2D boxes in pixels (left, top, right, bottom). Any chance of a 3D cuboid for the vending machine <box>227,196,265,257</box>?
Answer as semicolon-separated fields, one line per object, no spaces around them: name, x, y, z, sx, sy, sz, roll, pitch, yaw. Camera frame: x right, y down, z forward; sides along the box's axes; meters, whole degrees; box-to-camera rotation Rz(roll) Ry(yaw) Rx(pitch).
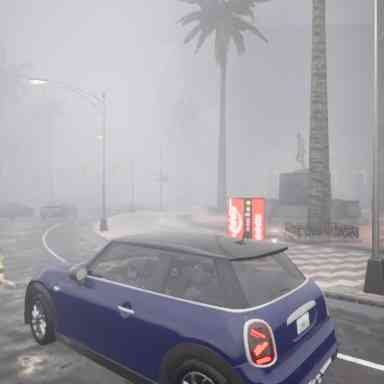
vending machine;1.979;1.195;12.184;1.100;2.100;0.880;0;0;-42

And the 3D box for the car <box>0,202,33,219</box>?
car;-14.986;1.561;27.998;1.994;1.385;4.181;0;0;3

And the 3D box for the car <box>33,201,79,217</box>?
car;-10.813;1.488;27.443;2.128;1.511;4.902;0;0;-3

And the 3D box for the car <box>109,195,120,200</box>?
car;-20.711;1.505;89.385;2.161;1.482;4.786;0;0;3

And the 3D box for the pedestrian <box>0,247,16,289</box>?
pedestrian;-4.415;1.673;7.590;0.500;1.100;0.500;0;0;-42

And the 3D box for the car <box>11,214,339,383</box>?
car;-0.504;1.352;4.743;4.553;1.767;2.097;0;0;40
